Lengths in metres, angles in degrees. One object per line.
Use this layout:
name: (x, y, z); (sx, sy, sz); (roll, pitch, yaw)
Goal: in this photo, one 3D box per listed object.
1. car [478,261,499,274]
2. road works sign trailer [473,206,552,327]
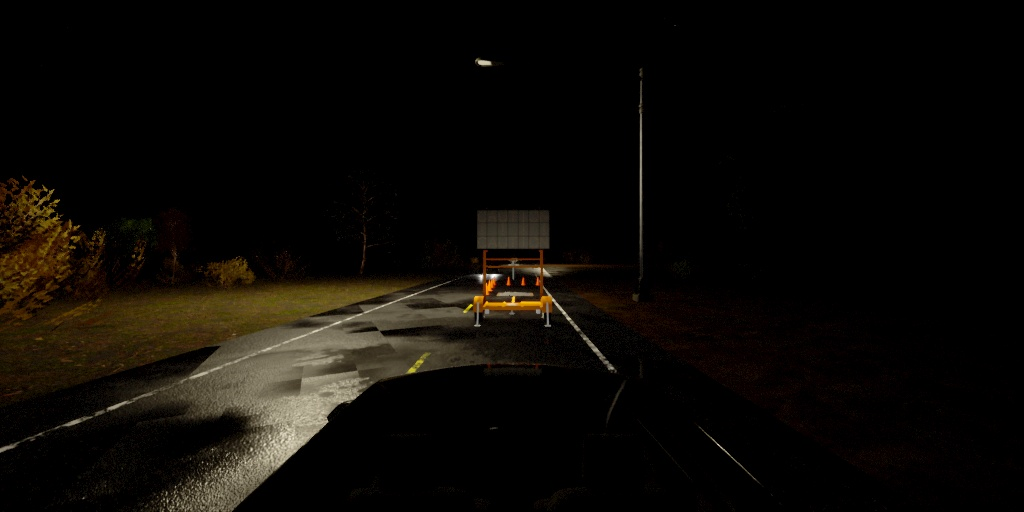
car: (-2.576, 1.309, 40.648); (1.994, 1.385, 4.181); (0, 0, 3)
road works sign trailer: (0.042, 0.214, 11.569); (2.380, 3.560, 2.880); (0, 0, 1)
